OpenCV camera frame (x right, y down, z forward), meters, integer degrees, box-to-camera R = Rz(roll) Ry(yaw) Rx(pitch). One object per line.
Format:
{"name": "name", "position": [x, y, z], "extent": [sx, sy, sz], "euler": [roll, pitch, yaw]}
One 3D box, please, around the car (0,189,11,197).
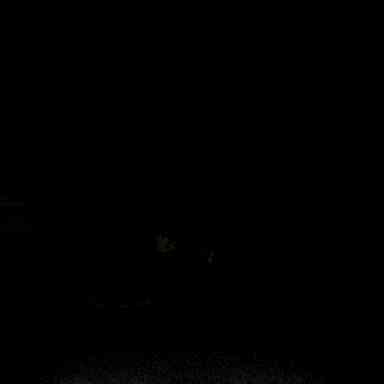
{"name": "car", "position": [-9.491, 0.939, 17.850], "extent": [4.553, 1.767, 2.185], "euler": [1, 2, -34]}

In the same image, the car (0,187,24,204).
{"name": "car", "position": [-18.716, 0.299, 31.510], "extent": [4.792, 1.488, 2.163], "euler": [1, 2, -34]}

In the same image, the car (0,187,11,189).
{"name": "car", "position": [-14.226, 0.664, 24.526], "extent": [5.366, 1.575, 1.946], "euler": [1, 2, -34]}

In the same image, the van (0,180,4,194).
{"name": "van", "position": [-29.560, -0.782, 47.542], "extent": [4.442, 1.987, 1.878], "euler": [1, 2, -34]}

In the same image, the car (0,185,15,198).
{"name": "car", "position": [-23.286, -0.080, 38.434], "extent": [4.792, 1.488, 2.163], "euler": [1, 2, -34]}

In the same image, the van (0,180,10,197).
{"name": "van", "position": [-24.921, -0.451, 40.635], "extent": [4.442, 1.987, 1.878], "euler": [1, 2, -34]}

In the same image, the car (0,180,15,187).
{"name": "car", "position": [-17.118, 0.153, 29.234], "extent": [5.566, 2.045, 2.435], "euler": [1, 2, -34]}

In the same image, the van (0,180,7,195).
{"name": "van", "position": [-27.825, -0.670, 45.372], "extent": [4.442, 1.987, 1.878], "euler": [1, 2, -34]}

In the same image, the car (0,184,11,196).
{"name": "car", "position": [-26.385, -0.337, 43.016], "extent": [5.008, 1.535, 2.097], "euler": [1, 2, -34]}

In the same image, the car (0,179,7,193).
{"name": "car", "position": [-31.026, -0.916, 49.889], "extent": [5.566, 2.045, 2.435], "euler": [1, 2, -34]}

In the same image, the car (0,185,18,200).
{"name": "car", "position": [-21.818, 0.036, 36.243], "extent": [4.792, 1.488, 2.163], "euler": [1, 2, -34]}

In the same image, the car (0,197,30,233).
{"name": "car", "position": [-7.985, 1.197, 15.534], "extent": [5.008, 1.535, 2.097], "euler": [1, 2, -34]}
